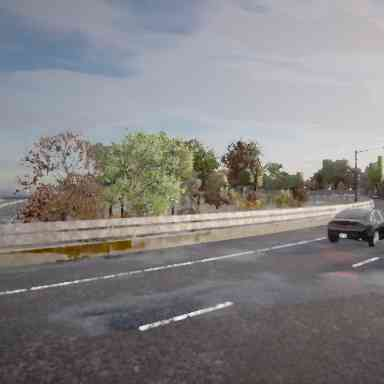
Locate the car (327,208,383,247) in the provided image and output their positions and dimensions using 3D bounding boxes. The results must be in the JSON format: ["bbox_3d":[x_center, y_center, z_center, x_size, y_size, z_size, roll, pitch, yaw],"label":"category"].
[{"bbox_3d":[7.861,1.514,15.121,4.892,1.490,1.837,0,0,-44],"label":"car"}]
